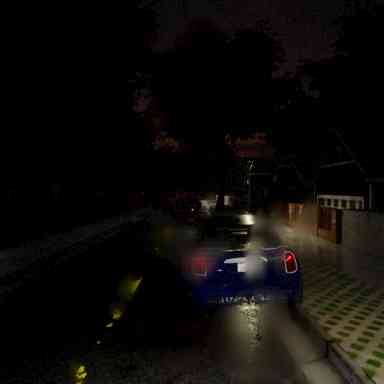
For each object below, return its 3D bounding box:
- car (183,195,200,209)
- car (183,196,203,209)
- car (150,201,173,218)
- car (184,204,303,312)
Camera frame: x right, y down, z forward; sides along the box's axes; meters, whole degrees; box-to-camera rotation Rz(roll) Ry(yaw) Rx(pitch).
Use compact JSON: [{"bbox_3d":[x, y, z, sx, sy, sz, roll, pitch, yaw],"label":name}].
[{"bbox_3d":[-0.033,1.379,45.943,2.097,1.767,4.553,0,0,2],"label":"car"},{"bbox_3d":[0.085,1.530,35.980,1.837,1.490,4.892,0,0,1],"label":"car"},{"bbox_3d":[-2.702,1.570,30.887,2.033,1.411,5.357,0,0,0],"label":"car"},{"bbox_3d":[0.942,1.320,7.878,2.097,1.767,4.553,-2,0,0],"label":"car"}]
